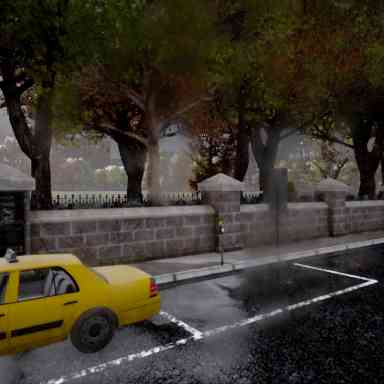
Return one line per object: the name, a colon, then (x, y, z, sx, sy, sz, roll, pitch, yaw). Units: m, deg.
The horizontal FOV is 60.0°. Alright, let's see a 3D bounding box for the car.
car: (-2.782, 1.525, 4.574, 4.829, 1.417, 1.752, 0, 0, -35)
